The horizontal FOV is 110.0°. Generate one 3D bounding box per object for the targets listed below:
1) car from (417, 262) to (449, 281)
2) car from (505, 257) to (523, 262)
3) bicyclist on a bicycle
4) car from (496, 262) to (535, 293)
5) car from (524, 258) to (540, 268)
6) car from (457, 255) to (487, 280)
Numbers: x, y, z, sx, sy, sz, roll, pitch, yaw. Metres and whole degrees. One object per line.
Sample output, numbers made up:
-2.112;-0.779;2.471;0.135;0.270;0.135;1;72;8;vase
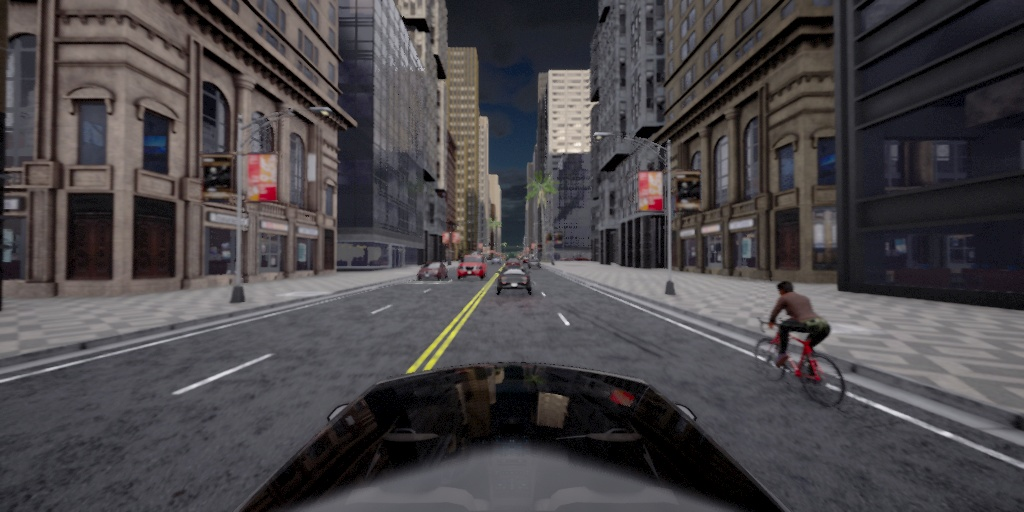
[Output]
-6.574;1.232;30.117;1.812;1.442;4.674;0;0;0;car
0.135;0.993;51.627;2.097;1.767;4.553;0;0;0;car
4.148;1.205;5.291;0.582;1.620;1.656;0;0;0;bicyclist on a bicycle
0.112;1.260;20.330;1.812;1.442;4.674;0;0;0;car
3.388;1.124;56.489;2.128;1.511;4.902;0;0;0;car
-3.326;0.928;30.841;2.150;2.045;5.566;0;0;0;car
